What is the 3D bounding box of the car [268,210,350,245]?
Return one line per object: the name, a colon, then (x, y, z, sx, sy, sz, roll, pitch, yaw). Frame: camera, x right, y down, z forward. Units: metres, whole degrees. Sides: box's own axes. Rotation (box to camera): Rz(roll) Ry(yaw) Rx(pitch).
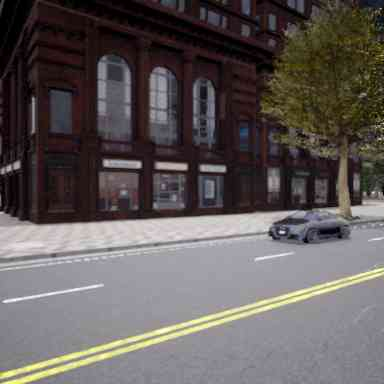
car: (5.543, 1.558, 15.619, 4.181, 1.385, 1.994, 0, 0, -35)
